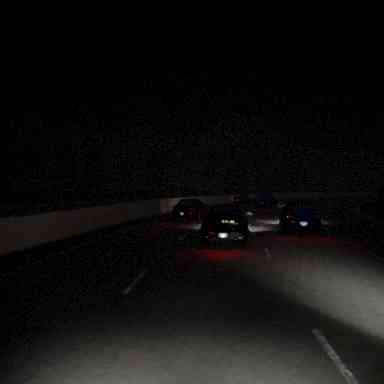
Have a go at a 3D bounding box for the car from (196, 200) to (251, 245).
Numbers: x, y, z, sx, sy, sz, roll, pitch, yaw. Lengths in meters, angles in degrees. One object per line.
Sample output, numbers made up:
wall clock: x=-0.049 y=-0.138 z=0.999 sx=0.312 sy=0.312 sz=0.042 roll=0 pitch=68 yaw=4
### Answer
car: x=1.549 y=1.300 z=14.593 sx=1.837 sy=1.490 sz=4.892 roll=0 pitch=1 yaw=9

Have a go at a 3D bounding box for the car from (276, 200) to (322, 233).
car: x=5.725 y=1.281 z=17.850 sx=1.812 sy=1.442 sz=4.674 roll=0 pitch=1 yaw=12

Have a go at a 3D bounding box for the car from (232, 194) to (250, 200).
car: x=6.482 y=0.976 z=41.146 sx=2.033 sy=1.411 sz=5.357 roll=0 pitch=1 yaw=26

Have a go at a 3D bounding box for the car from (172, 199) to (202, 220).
car: x=-0.078 y=1.192 z=23.560 sx=1.812 sy=1.442 sz=4.674 roll=0 pitch=1 yaw=14

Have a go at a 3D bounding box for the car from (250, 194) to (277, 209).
car: x=8.145 y=0.976 z=36.362 sx=1.882 sy=1.535 sz=5.008 roll=0 pitch=1 yaw=24
